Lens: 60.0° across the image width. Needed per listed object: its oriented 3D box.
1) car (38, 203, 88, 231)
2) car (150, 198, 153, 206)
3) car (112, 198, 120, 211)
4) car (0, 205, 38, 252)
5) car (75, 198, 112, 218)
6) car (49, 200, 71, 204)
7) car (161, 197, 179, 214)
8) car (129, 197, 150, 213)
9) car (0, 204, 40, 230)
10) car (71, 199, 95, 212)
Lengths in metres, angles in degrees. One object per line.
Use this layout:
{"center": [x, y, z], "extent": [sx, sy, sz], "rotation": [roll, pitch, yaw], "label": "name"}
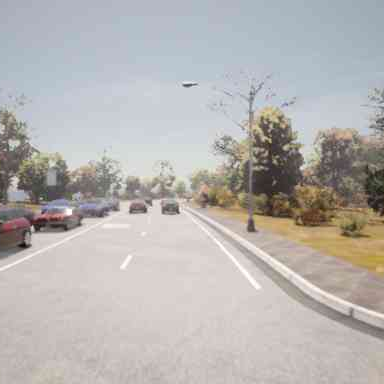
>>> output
{"center": [-8.173, 1.607, 20.748], "extent": [1.895, 1.301, 4.718], "rotation": [0, 0, -4], "label": "car"}
{"center": [-7.778, 1.624, 57.250], "extent": [1.882, 1.535, 5.008], "rotation": [0, 0, -4], "label": "car"}
{"center": [-9.924, 1.546, 40.679], "extent": [2.128, 1.511, 4.902], "rotation": [0, 0, -5], "label": "car"}
{"center": [-7.552, 1.361, 11.777], "extent": [2.097, 1.767, 4.553], "rotation": [0, 0, -4], "label": "car"}
{"center": [-8.996, 1.371, 30.634], "extent": [2.097, 1.767, 4.553], "rotation": [0, 0, -5], "label": "car"}
{"center": [-12.601, 1.507, 31.616], "extent": [1.882, 1.535, 5.008], "rotation": [0, 0, -5], "label": "car"}
{"center": [-2.351, 1.545, 35.989], "extent": [1.812, 1.442, 4.674], "rotation": [0, 0, -5], "label": "car"}
{"center": [-6.011, 1.558, 37.572], "extent": [1.812, 1.442, 4.674], "rotation": [0, 0, -5], "label": "car"}
{"center": [-11.760, 1.577, 21.765], "extent": [1.994, 1.385, 4.181], "rotation": [0, 0, -5], "label": "car"}
{"center": [-13.515, 1.631, 41.496], "extent": [1.994, 1.385, 4.181], "rotation": [0, 0, -5], "label": "car"}
